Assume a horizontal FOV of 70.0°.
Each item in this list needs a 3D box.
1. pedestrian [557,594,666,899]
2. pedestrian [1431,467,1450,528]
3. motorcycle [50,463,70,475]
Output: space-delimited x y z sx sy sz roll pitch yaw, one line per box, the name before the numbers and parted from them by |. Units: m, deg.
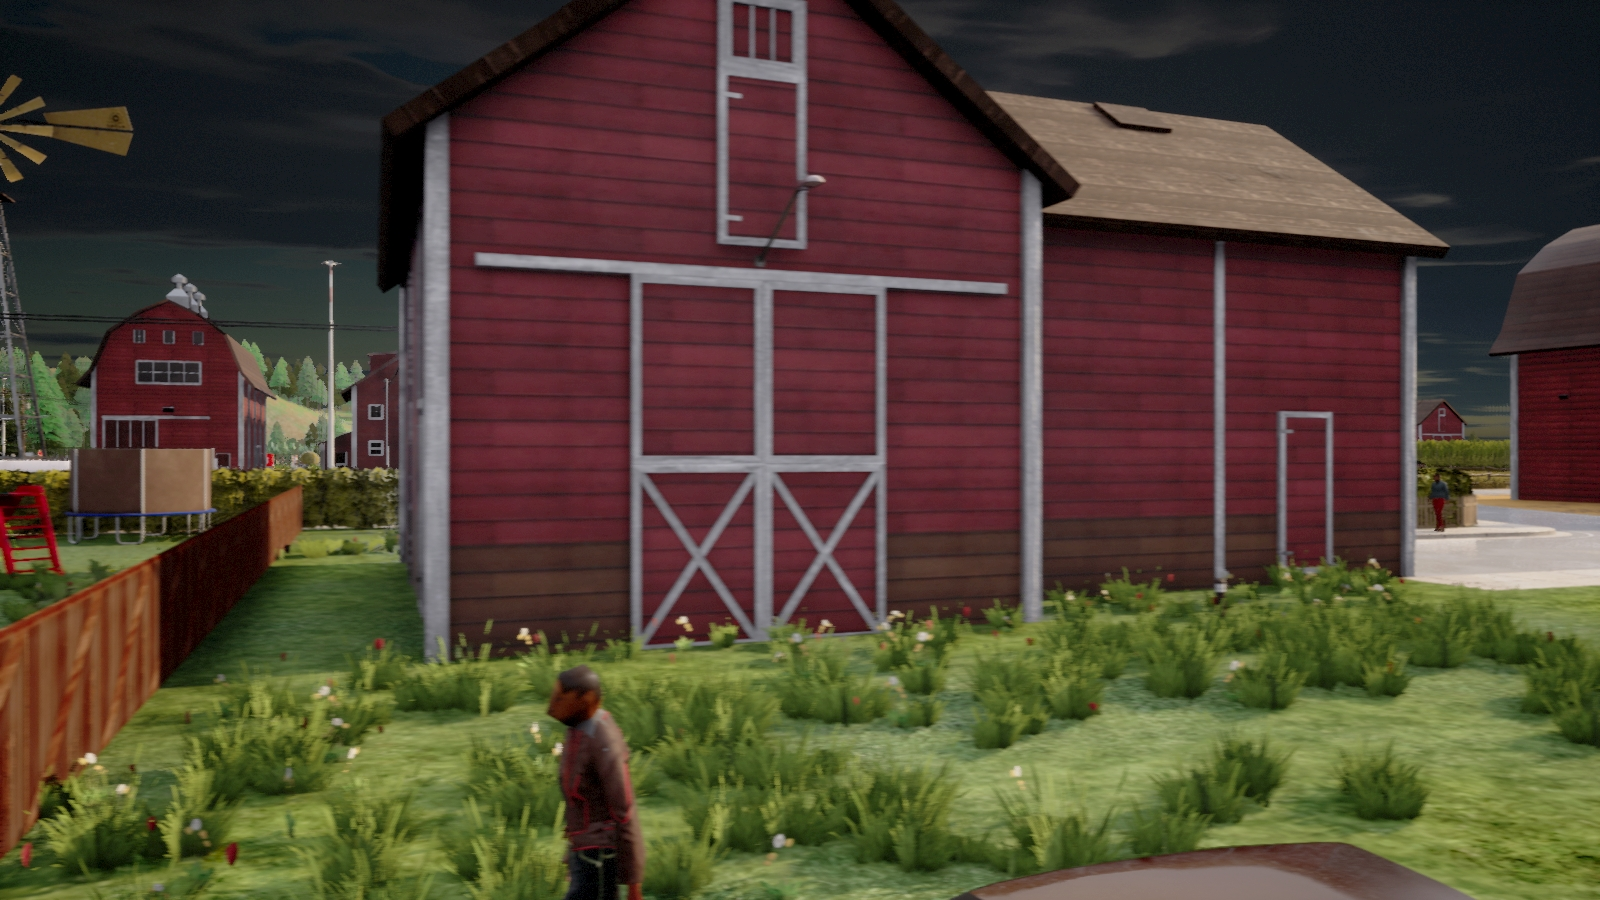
pedestrian | -0.783 1.555 4.712 0.375 1.860 0.375 0 0 -21
pedestrian | 19.775 1.465 35.273 0.375 1.860 0.375 0 0 -22
motorcycle | -82.959 2.142 128.105 1.805 1.316 0.856 0 -3 14
